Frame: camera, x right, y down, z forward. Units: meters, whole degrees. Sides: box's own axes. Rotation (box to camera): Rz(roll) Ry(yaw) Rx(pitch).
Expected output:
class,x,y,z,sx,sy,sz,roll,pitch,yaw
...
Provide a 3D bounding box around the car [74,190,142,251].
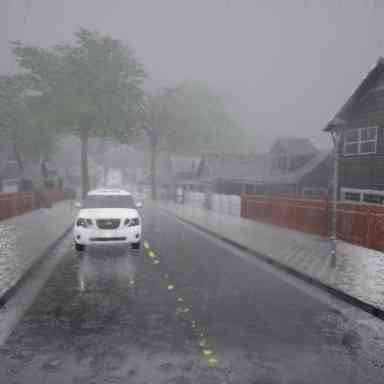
class,x,y,z,sx,sy,sz,roll,pitch,yaw
car,-3.273,0.947,13.161,2.150,2.045,5.566,1,1,-13
